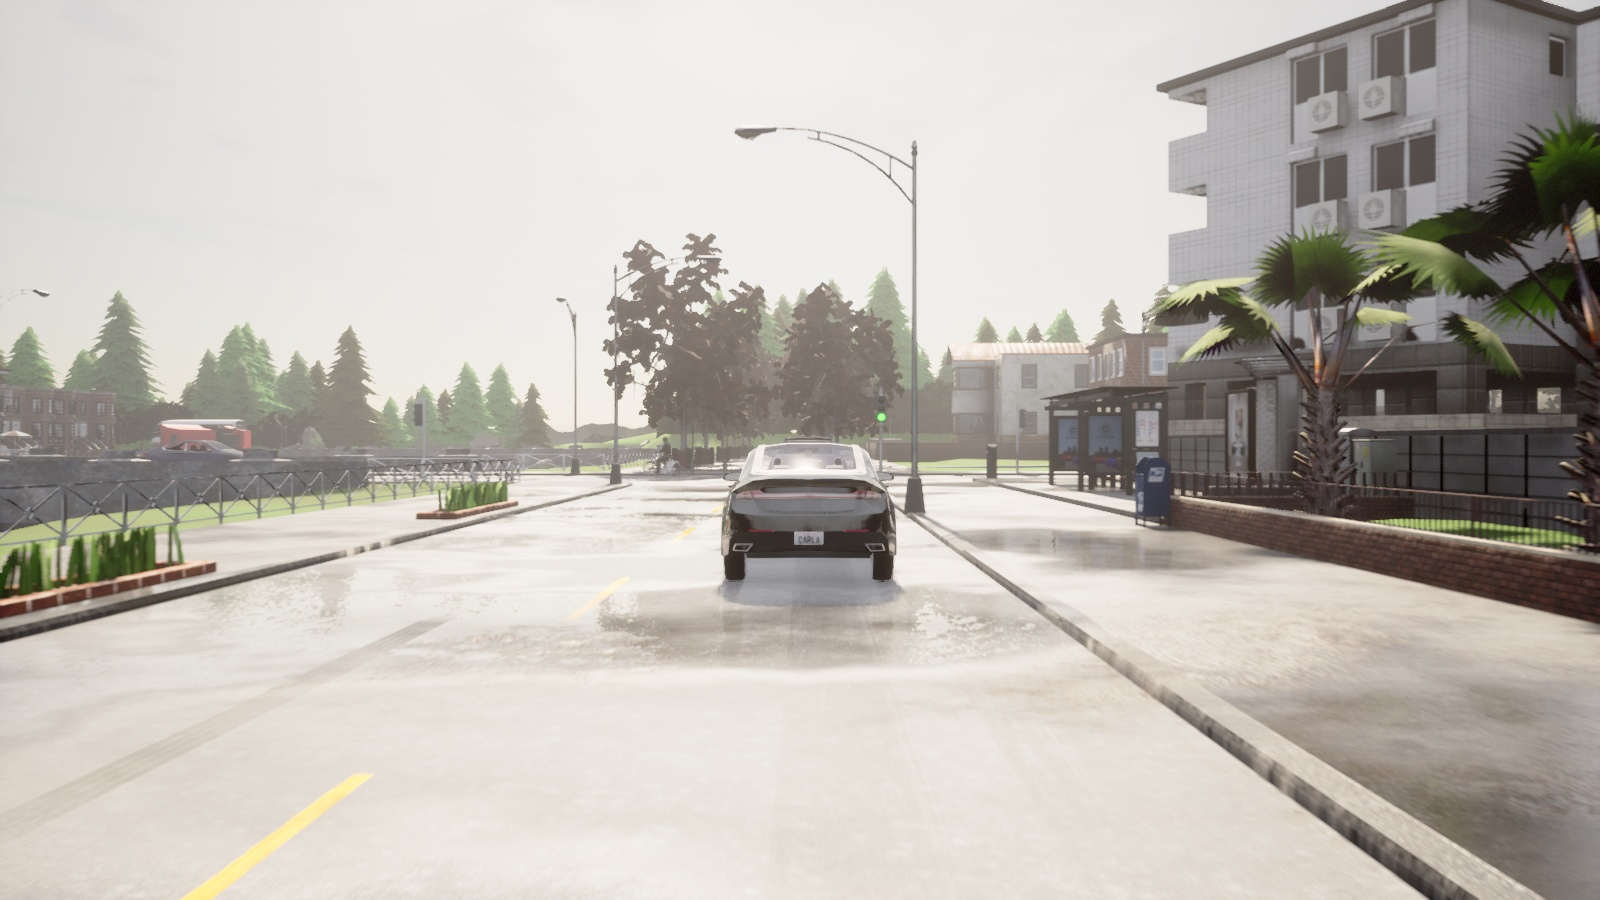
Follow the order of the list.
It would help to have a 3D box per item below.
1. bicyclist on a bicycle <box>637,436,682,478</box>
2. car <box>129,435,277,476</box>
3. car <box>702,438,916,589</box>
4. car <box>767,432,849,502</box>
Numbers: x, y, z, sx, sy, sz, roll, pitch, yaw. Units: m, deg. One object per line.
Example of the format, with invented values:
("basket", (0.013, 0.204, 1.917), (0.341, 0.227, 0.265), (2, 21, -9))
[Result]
("bicyclist on a bicycle", (-6.068, 0.306, 54.359), (1.843, 1.776, 0.659), (0, 2, 23))
("car", (-24.347, 0.216, 51.383), (5.027, 1.651, 2.152), (0, 0, 0))
("car", (0.102, 0.618, 14.961), (2.128, 1.511, 4.902), (0, 0, 0))
("car", (0.212, 0.413, 34.139), (2.097, 1.767, 4.553), (0, 0, 0))
